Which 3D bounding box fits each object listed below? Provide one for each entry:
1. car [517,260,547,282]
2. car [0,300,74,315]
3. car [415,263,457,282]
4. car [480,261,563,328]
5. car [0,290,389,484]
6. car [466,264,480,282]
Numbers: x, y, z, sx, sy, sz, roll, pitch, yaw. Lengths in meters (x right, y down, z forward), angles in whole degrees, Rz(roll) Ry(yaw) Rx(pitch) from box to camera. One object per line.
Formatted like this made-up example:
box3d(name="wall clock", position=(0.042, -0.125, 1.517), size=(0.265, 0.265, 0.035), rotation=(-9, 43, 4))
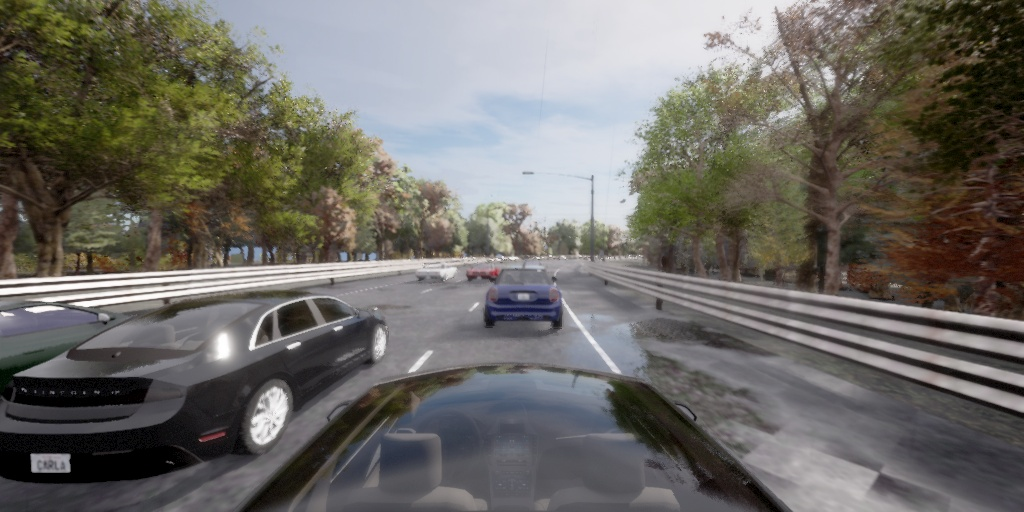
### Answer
box3d(name="car", position=(1.662, 1.097, 28.000), size=(2.128, 1.511, 4.902), rotation=(0, 0, 6))
box3d(name="car", position=(-6.822, 1.285, 4.889), size=(1.994, 1.385, 4.181), rotation=(0, 1, 1))
box3d(name="car", position=(-5.514, 1.183, 26.837), size=(1.895, 1.301, 4.718), rotation=(0, 0, 6))
box3d(name="car", position=(0.380, 1.048, 11.303), size=(2.097, 1.767, 4.553), rotation=(0, 0, 2))
box3d(name="car", position=(-3.326, 1.232, 5.040), size=(1.837, 1.490, 4.892), rotation=(0, 1, 1))
box3d(name="car", position=(-2.009, 1.198, 26.746), size=(1.895, 1.301, 4.718), rotation=(0, 0, 6))
